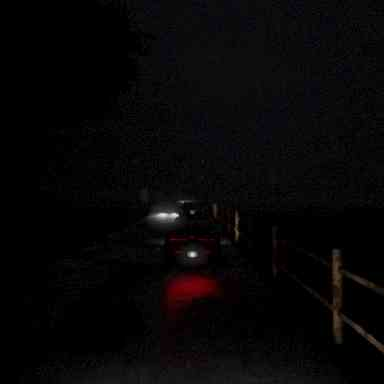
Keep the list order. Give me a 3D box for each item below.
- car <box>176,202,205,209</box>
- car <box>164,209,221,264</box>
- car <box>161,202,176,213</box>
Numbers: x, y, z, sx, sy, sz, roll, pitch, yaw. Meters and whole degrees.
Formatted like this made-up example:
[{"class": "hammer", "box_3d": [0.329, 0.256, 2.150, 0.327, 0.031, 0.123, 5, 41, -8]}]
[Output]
[{"class": "car", "box_3d": [0.022, 1.600, 27.214, 2.097, 1.767, 4.553, 0, -1, 0]}, {"class": "car", "box_3d": [0.035, 1.626, 12.374, 1.837, 1.490, 4.892, 0, 0, 0]}, {"class": "car", "box_3d": [-2.823, 1.971, 42.730, 1.895, 1.301, 4.718, 0, 0, 1]}]
